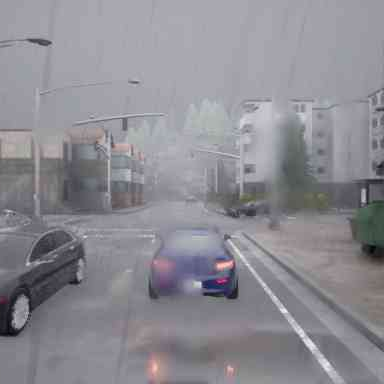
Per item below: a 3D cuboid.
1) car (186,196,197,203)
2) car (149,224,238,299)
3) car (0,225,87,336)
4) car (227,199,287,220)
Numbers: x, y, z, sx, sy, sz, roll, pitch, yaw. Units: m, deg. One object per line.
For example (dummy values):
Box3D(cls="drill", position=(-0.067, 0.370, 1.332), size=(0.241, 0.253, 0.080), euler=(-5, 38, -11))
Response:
Box3D(cls="car", position=(-0.152, 1.526, 66.956), size=(1.812, 1.442, 4.674), euler=(0, 0, 0))
Box3D(cls="car", position=(0.039, 1.526, 8.314), size=(1.812, 1.442, 4.674), euler=(0, 0, 0))
Box3D(cls="car", position=(-3.615, 1.505, 6.736), size=(1.837, 1.490, 4.892), euler=(0, 0, 0))
Box3D(cls="car", position=(5.319, 1.368, 27.517), size=(5.008, 1.535, 1.882), euler=(-3, 0, -10))
